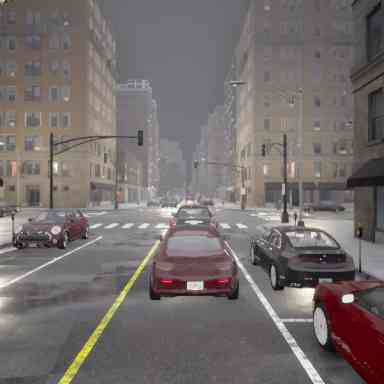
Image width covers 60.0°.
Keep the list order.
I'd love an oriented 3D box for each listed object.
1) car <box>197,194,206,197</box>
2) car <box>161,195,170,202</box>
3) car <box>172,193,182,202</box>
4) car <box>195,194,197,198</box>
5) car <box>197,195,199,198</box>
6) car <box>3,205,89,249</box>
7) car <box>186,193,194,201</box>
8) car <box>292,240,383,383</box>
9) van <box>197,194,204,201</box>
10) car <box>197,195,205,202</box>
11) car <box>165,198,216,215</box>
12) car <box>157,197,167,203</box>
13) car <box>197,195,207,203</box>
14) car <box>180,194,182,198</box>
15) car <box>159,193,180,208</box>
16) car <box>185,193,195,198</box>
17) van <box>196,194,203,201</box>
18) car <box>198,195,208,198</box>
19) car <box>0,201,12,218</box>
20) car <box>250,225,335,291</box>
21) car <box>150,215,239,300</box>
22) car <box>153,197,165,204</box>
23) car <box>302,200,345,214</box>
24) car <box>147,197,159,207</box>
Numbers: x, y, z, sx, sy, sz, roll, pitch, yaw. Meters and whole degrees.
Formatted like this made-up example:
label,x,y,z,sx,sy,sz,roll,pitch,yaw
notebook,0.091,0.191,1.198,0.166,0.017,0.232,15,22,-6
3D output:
label,x,y,z,sx,sy,sz,roll,pitch,yaw
car,2.324,1.595,63.915,1.752,1.417,4.829,0,0,-1
car,-6.384,1.559,80.178,1.967,1.590,4.097,0,0,-1
car,-3.504,1.336,77.855,2.150,2.045,5.566,0,0,-1
car,2.265,1.399,69.252,2.192,1.841,5.009,0,0,-1
car,2.388,1.622,58.238,1.947,1.339,4.313,0,0,-1
car,-5.874,1.445,14.278,1.967,1.590,4.097,0,0,0
car,-0.642,1.384,90.177,2.150,2.045,5.566,0,0,-1
car,2.670,1.545,3.313,1.887,1.381,4.507,0,0,0
van,2.080,1.482,85.773,1.690,1.788,3.998,0,0,-1
car,2.141,1.560,80.265,1.967,1.590,4.097,0,0,-1
car,0.071,1.358,15.647,2.097,1.767,4.553,0,0,0
car,-6.261,1.666,69.162,1.802,1.307,4.206,0,0,-1
car,2.203,1.541,74.759,1.967,1.590,4.097,0,0,-1
car,-3.408,1.604,67.325,1.812,1.442,4.674,0,0,0
car,-3.254,1.390,48.523,2.097,1.767,4.553,0,0,-1
car,-0.521,1.342,79.459,2.150,2.045,5.566,0,0,-1
van,2.018,1.504,91.279,1.690,1.788,3.998,0,0,-1
car,2.449,1.590,52.731,1.887,1.381,4.507,0,0,-1
car,-17.339,1.253,27.016,4.553,1.767,2.097,0,0,0
car,2.660,1.553,8.805,2.008,1.369,4.403,0,0,0
car,0.022,1.528,8.310,1.812,1.442,4.674,0,0,-1
car,-6.199,1.613,63.655,1.887,1.381,4.507,0,0,-1
car,14.647,1.648,37.215,4.674,1.442,1.812,0,0,1
car,-6.075,1.596,52.639,2.008,1.369,4.403,0,0,-1
